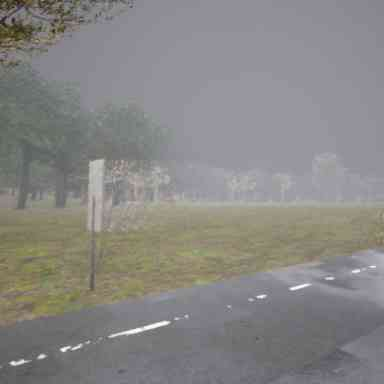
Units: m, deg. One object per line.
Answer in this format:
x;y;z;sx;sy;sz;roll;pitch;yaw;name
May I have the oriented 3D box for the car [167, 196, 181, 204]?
-5.136;2.257;92.534;2.150;2.045;5.566;2;-2;-28;car
